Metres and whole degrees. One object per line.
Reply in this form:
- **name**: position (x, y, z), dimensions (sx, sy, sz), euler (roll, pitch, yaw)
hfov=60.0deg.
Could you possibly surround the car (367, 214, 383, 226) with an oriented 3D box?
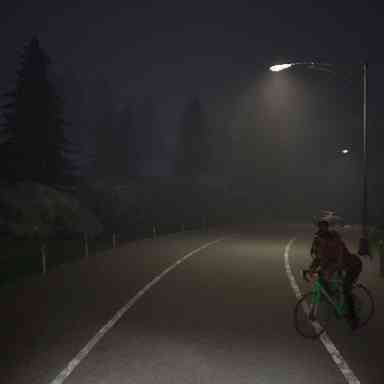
- **car**: position (24.224, 3.546, 42.279), dimensions (4.902, 1.511, 2.128), euler (5, -2, -33)

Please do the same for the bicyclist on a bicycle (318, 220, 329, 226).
- **bicyclist on a bicycle**: position (2.556, 1.337, 6.164), dimensions (0.582, 1.620, 1.656), euler (-16, -36, 35)

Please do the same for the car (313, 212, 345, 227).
- **car**: position (13.872, 2.722, 33.584), dimensions (1.812, 1.442, 4.674), euler (1, -3, 44)

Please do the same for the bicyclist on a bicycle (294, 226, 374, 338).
- **bicyclist on a bicycle**: position (2.259, 1.412, 5.284), dimensions (1.656, 1.620, 0.582), euler (-1, -4, -22)
